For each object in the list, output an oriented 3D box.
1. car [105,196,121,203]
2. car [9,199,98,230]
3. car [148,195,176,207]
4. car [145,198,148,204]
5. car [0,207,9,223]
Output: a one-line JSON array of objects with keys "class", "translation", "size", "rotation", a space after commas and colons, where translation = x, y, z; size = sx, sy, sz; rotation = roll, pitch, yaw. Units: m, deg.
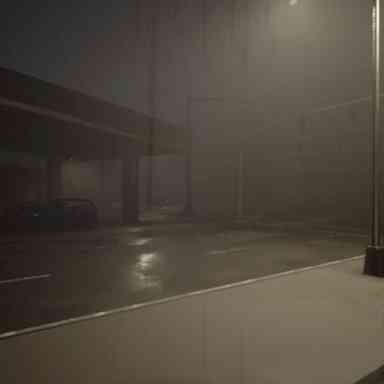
[{"class": "car", "translation": [-15.236, 1.496, 63.740], "size": [1.895, 1.301, 4.718], "rotation": [0, 0, -36]}, {"class": "car", "translation": [-8.050, 1.246, 19.879], "size": [4.611, 1.667, 2.242], "rotation": [0, 0, -35]}, {"class": "car", "translation": [-4.131, 1.403, 48.541], "size": [1.812, 1.442, 4.674], "rotation": [0, 0, -36]}, {"class": "car", "translation": [-6.498, 1.346, 57.798], "size": [2.128, 1.511, 4.902], "rotation": [0, 0, -36]}, {"class": "car", "translation": [-12.007, 1.396, 24.114], "size": [3.806, 1.475, 1.970], "rotation": [0, 0, -35]}]
